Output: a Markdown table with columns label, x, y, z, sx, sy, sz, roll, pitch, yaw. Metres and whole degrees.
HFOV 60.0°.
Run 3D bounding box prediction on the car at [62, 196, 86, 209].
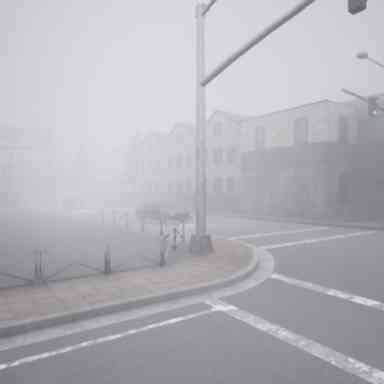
| label | x | y | z | sx | sy | sz | roll | pitch | yaw |
| --- | --- | --- | --- | --- | --- | --- | --- | --- | --- |
| car | -14.622 | 1.288 | 41.000 | 2.128 | 1.511 | 4.902 | 0 | 0 | -35 |

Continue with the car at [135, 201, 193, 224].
| label | x | y | z | sx | sy | sz | roll | pitch | yaw |
| --- | --- | --- | --- | --- | --- | --- | --- | --- | --- |
| car | -2.097 | 1.343 | 23.181 | 2.033 | 1.411 | 5.357 | 0 | 0 | -35 |
